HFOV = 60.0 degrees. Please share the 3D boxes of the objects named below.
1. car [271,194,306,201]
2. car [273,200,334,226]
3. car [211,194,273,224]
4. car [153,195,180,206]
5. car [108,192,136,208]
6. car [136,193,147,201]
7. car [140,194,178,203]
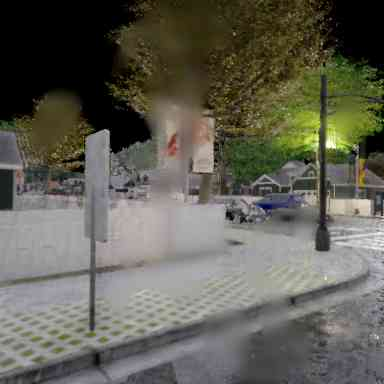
[{"bbox_3d":[7.395,1.168,28.941,2.150,2.045,5.566,1,0,-35],"label":"car"},{"bbox_3d":[7.407,1.495,22.651,1.994,1.385,4.181,1,0,-34],"label":"car"},{"bbox_3d":[3.020,1.218,23.327,2.097,1.767,4.553,1,0,-34],"label":"car"},{"bbox_3d":[-3.972,1.302,51.146,1.882,1.535,5.008,1,0,-34],"label":"car"},{"bbox_3d":[-9.242,1.071,41.363,2.097,1.767,4.553,1,0,-34],"label":"car"},{"bbox_3d":[-7.879,1.328,51.163,1.994,1.385,4.181,1,0,-34],"label":"car"},{"bbox_3d":[-3.724,1.346,39.001,2.033,1.411,5.357,1,0,-34],"label":"car"}]
